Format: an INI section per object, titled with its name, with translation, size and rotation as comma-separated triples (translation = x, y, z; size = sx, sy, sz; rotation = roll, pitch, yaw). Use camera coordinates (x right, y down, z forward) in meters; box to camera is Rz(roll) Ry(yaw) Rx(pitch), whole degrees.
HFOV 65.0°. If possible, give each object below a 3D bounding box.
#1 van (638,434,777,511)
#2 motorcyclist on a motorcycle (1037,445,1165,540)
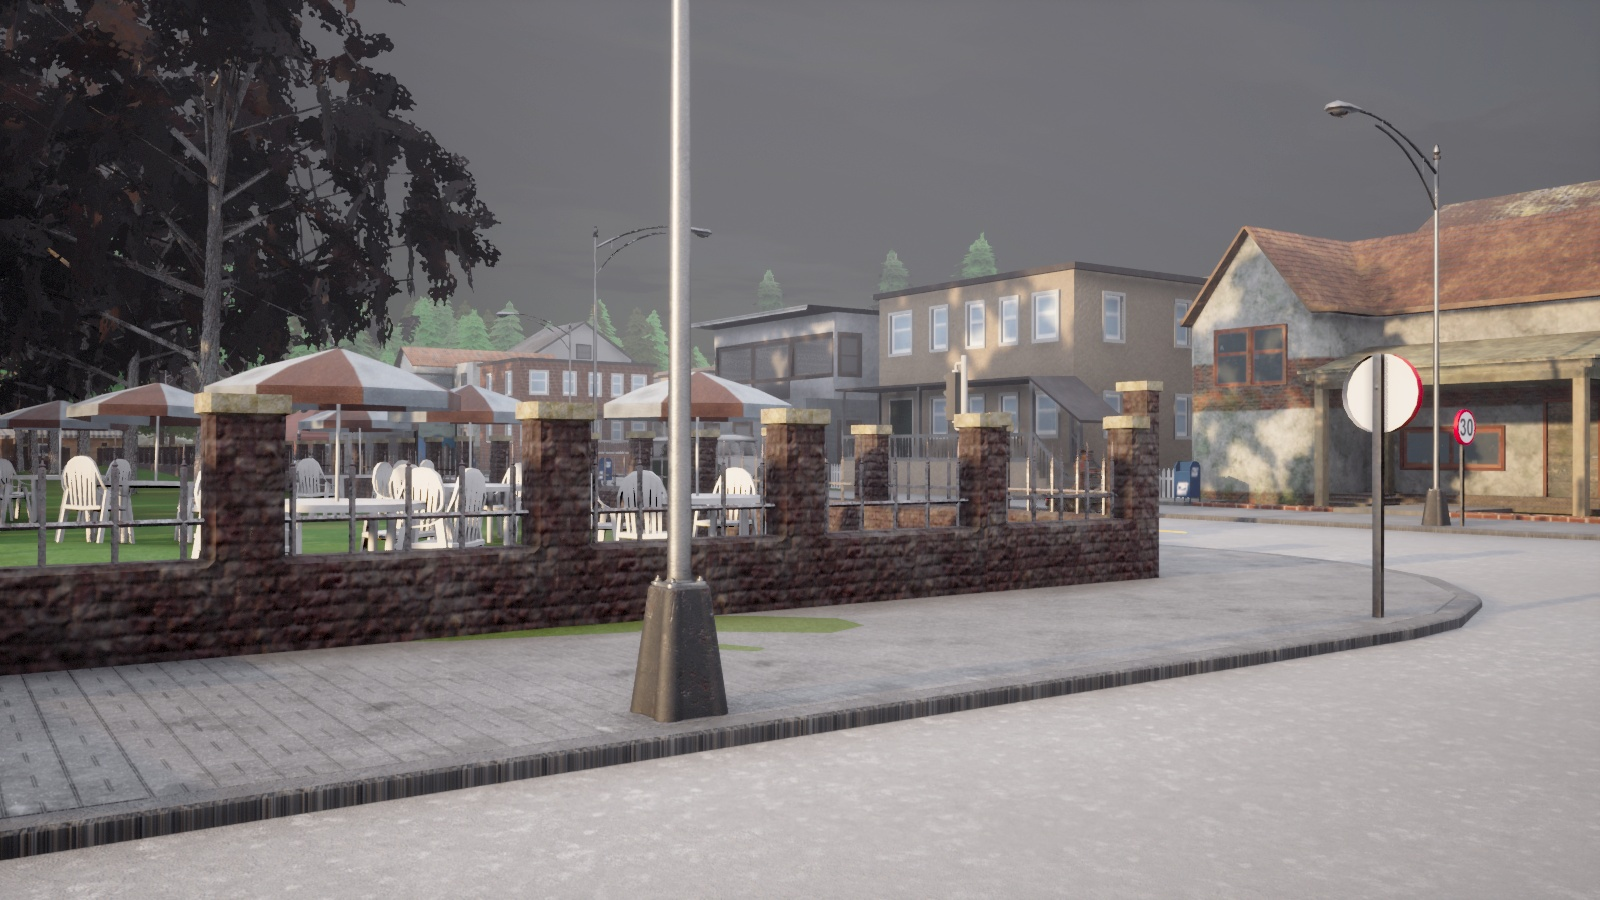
[van]
translation = -2.615, 0.589, 34.484
size = 1.775, 1.987, 4.442
rotation = 0, 0, -35
[motorcyclist on a motorcycle]
translation = 5.466, 0.740, 22.936
size = 0.766, 1.649, 2.350
rotation = 0, 0, -35
